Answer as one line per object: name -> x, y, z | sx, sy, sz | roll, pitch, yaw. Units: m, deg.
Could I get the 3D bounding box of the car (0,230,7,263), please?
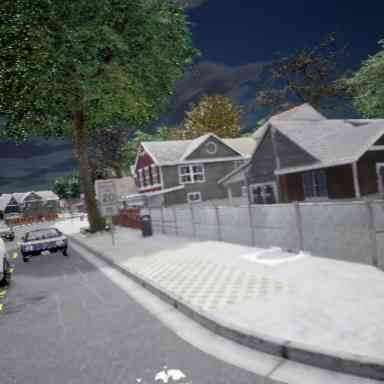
car -> -10.864, 2.867, 17.196 | 1.895, 1.301, 4.718 | -7, 0, -26

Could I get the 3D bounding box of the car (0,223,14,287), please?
car -> -6.189, 1.917, 8.450 | 2.150, 2.045, 5.566 | -7, 0, -21

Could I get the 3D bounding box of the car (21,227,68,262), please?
car -> -7.247, 2.431, 16.208 | 1.895, 1.301, 4.718 | -7, 0, -26
